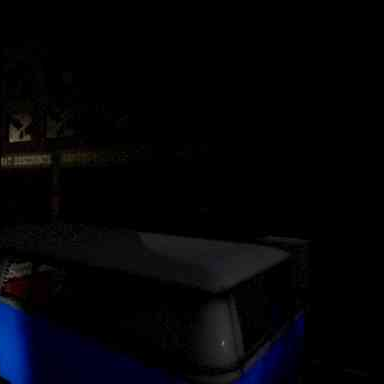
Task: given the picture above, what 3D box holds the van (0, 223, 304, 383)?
[{"bbox_3d":[-0.892,1.306,3.483,3.998,1.788,1.690,1,1,35],"label":"van"}]
